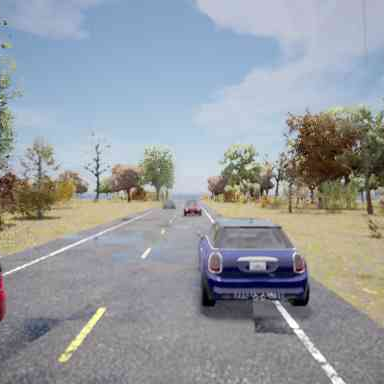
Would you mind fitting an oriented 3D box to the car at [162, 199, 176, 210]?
[{"bbox_3d":[-3.495,1.938,51.405,1.837,1.490,4.892,0,-1,0],"label":"car"}]

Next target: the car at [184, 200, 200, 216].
[{"bbox_3d":[0.075,1.886,36.265,1.895,1.301,4.718,0,-1,0],"label":"car"}]

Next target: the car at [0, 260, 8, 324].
[{"bbox_3d":[-3.601,1.237,2.289,2.150,2.045,5.566,0,0,0],"label":"car"}]

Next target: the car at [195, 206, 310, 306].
[{"bbox_3d":[1.225,1.408,8.314,2.097,1.767,4.553,0,0,0],"label":"car"}]
